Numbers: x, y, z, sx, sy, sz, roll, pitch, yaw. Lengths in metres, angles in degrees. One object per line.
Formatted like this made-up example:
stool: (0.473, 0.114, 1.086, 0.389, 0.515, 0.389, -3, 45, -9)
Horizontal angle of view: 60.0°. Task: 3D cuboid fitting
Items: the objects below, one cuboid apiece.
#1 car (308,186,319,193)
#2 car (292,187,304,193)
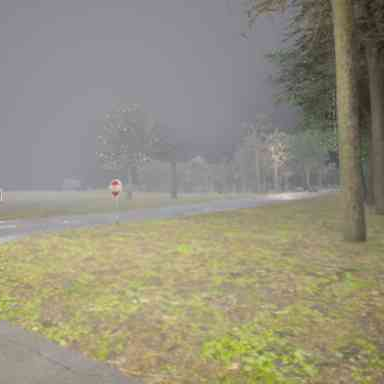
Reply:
car: (27.287, -0.606, 74.402, 2.128, 1.511, 4.902, -3, 0, 28)
car: (25.169, -0.475, 79.019, 1.994, 1.385, 4.181, -3, 0, 34)
